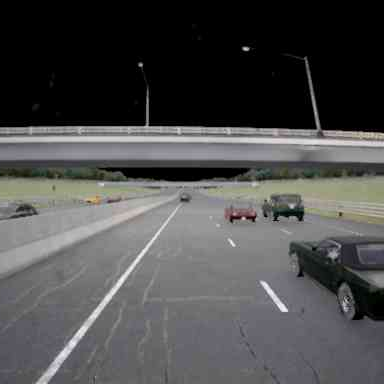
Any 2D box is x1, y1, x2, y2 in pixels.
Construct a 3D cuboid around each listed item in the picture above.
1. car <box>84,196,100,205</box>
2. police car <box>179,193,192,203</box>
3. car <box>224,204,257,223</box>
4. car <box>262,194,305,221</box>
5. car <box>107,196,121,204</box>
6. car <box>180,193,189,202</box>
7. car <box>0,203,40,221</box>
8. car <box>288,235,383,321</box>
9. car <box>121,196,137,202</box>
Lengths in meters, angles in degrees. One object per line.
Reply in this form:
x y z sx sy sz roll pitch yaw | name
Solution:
-17.918 1.442 59.813 1.882 1.535 5.008 0 0 0 | car
-1.568 1.424 69.054 1.930 1.638 5.238 0 0 -1 | police car
3.521 1.519 24.971 1.895 1.301 4.718 0 0 0 | car
7.016 1.136 26.041 2.150 2.045 5.566 0 0 0 | car
-14.445 1.450 62.324 1.882 1.535 5.008 0 0 0 | car
-1.720 1.267 78.983 2.150 2.045 5.566 0 0 -1 | car
-10.651 1.442 19.467 1.837 1.490 4.892 0 0 0 | car
3.588 1.577 7.163 1.895 1.301 4.718 0 0 0 | car
-10.923 1.513 60.393 2.033 1.411 5.357 0 0 0 | car
